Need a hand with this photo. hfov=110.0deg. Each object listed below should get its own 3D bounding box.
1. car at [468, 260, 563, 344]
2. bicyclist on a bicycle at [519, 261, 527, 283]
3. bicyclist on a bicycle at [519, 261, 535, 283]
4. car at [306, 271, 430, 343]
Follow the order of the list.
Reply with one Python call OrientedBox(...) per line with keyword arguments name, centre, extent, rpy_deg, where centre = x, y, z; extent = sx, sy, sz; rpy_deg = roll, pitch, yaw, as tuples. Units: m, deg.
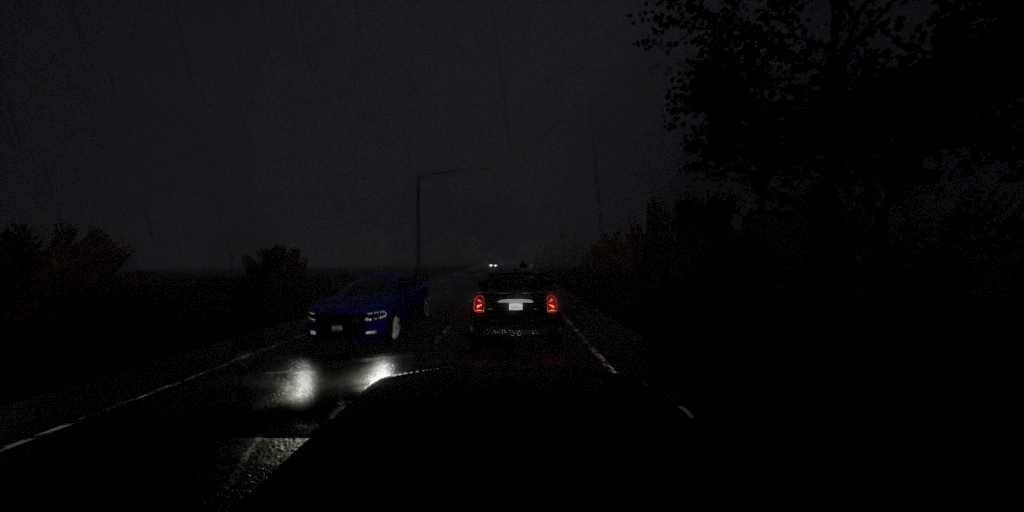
OrientedBox(name="car", centre=(0.073, 1.099, 9.775), extent=(2.097, 1.767, 4.553), rpy_deg=(0, 0, 0))
OrientedBox(name="bicyclist on a bicycle", centre=(0.843, 1.193, 27.235), extent=(0.582, 1.620, 1.656), rpy_deg=(0, 0, 0))
OrientedBox(name="bicyclist on a bicycle", centre=(0.905, 1.181, 17.119), extent=(0.866, 1.612, 1.509), rpy_deg=(0, 0, 0))
OrientedBox(name="car", centre=(-3.627, 1.224, 9.918), extent=(1.882, 1.535, 5.008), rpy_deg=(0, 0, 0))
